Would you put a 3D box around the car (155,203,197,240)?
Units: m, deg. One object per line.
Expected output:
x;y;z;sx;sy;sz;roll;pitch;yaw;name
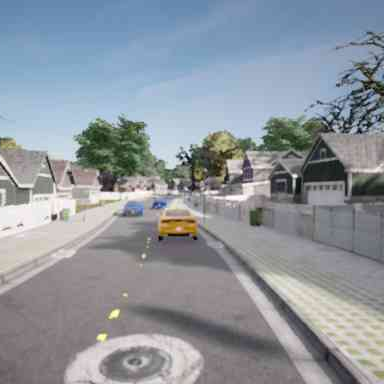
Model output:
-0.866;1.560;17.684;1.882;1.535;5.008;0;0;-6;car

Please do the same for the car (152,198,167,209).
-4.607;1.517;47.203;1.882;1.535;5.008;0;1;-6;car

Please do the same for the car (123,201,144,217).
-5.845;1.600;33.263;1.882;1.535;5.008;0;0;-8;car
